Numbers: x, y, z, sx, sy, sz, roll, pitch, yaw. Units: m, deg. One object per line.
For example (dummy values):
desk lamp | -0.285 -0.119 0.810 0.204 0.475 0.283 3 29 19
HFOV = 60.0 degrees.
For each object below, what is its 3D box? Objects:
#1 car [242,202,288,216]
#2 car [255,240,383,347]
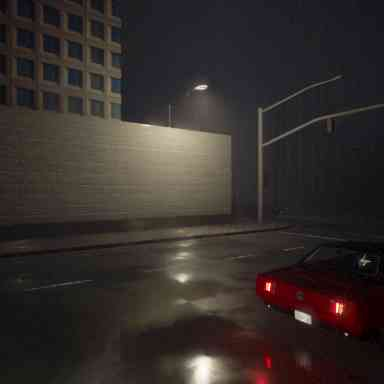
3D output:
car | 7.428 1.656 33.985 1.895 1.301 4.718 0 0 -36
car | 3.499 1.601 6.286 4.718 1.301 1.895 0 0 -35
